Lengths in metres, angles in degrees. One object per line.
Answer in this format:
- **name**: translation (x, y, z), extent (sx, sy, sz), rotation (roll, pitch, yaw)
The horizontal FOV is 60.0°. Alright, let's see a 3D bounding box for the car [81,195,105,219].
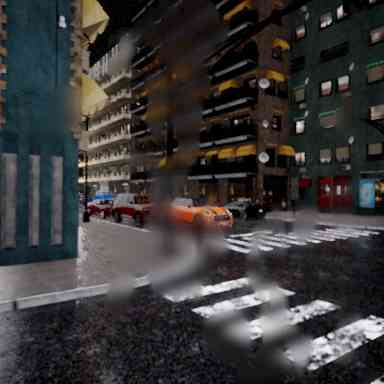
- **car**: translation (-6.431, 1.178, 24.865), extent (1.887, 1.381, 4.507), rotation (2, 0, -36)

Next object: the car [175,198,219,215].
- **car**: translation (0.382, 1.279, 29.745), extent (1.802, 1.307, 4.206), rotation (2, 0, -36)

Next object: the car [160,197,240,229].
- **car**: translation (0.352, 1.120, 19.934), extent (2.097, 1.767, 4.553), rotation (1, 1, -37)

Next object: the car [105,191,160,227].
- **car**: translation (-3.159, 1.029, 20.352), extent (2.192, 1.841, 5.009), rotation (2, 0, -36)

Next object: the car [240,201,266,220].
- **car**: translation (3.646, 1.343, 25.231), extent (1.947, 1.339, 4.313), rotation (2, 0, -36)

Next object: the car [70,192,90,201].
- **car**: translation (-19.206, 0.760, 56.826), extent (1.887, 1.381, 4.507), rotation (2, 0, -36)

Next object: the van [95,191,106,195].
- **van**: translation (-12.672, 0.717, 47.800), extent (1.690, 1.788, 3.998), rotation (2, 0, -36)

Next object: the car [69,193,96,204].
- **car**: translation (-15.704, 0.881, 47.468), extent (2.033, 1.411, 5.357), rotation (1, 1, -36)

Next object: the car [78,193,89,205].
- **car**: translation (-14.259, 0.935, 40.119), extent (1.812, 1.442, 4.674), rotation (1, 1, -36)
